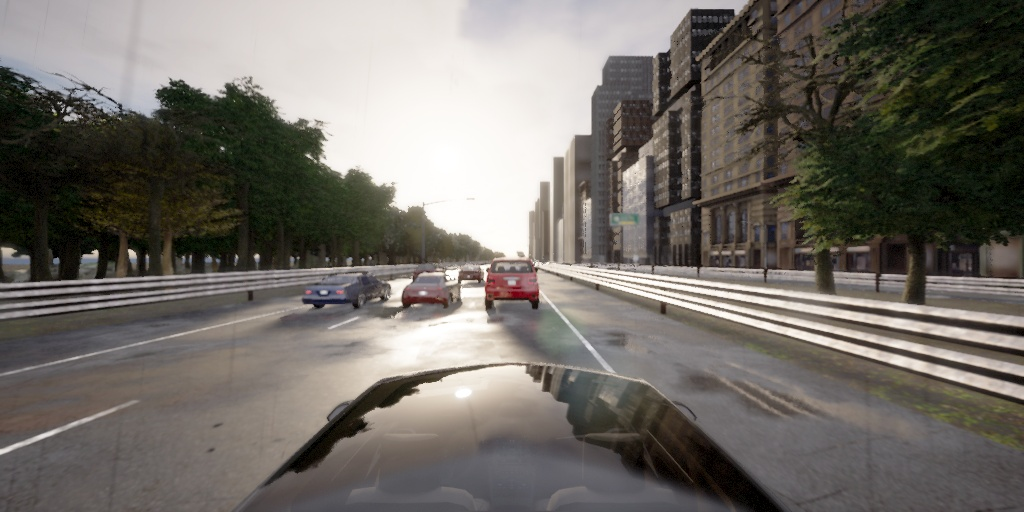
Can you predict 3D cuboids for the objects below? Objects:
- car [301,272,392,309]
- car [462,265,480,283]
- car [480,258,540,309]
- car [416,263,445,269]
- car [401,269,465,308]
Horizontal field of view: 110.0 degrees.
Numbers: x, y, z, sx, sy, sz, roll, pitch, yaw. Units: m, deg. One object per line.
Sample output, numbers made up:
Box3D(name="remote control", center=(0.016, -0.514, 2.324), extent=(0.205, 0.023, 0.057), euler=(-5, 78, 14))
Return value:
Box3D(name="car", center=(-6.999, 1.432, 15.845), extent=(2.033, 1.411, 5.357), euler=(0, -1, 0))
Box3D(name="car", center=(-3.497, 1.525, 31.339), extent=(1.882, 1.535, 5.008), euler=(0, 0, 0))
Box3D(name="car", center=(0.001, 1.102, 15.893), extent=(2.150, 2.045, 5.566), euler=(0, 0, 0))
Box3D(name="car", center=(-6.999, 1.393, 30.936), extent=(2.097, 1.767, 4.553), euler=(0, -1, 0))
Box3D(name="car", center=(-3.498, 1.452, 16.136), extent=(1.994, 1.385, 4.181), euler=(0, -1, 0))
